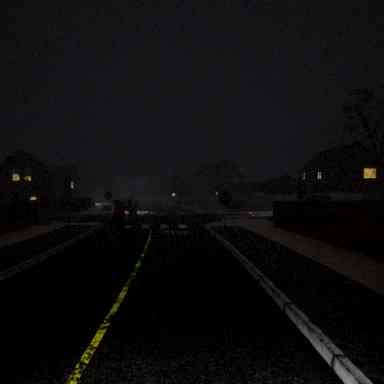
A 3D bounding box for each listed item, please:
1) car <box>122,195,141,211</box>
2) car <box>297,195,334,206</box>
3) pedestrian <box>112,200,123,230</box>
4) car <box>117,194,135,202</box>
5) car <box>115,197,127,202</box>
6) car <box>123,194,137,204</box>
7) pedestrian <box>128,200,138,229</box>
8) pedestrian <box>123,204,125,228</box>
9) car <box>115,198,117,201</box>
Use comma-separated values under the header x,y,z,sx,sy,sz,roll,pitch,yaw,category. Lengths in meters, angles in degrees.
x,y,z,sx,sy,sz,roll,pitch,yaw,category
-7.820,1.582,43.419,1.882,1.535,5.008,0,0,-13,car
10.482,1.050,29.791,4.553,1.767,2.097,-1,1,1,car
-4.374,1.305,19.329,0.375,1.860,0.375,-1,1,-6,pedestrian
-10.663,1.536,54.705,2.097,1.767,4.553,0,0,-17,car
-17.564,1.844,82.351,1.994,1.385,4.181,0,0,-24,car
-13.574,1.530,72.646,2.150,2.045,5.566,0,0,-21,car
-3.564,1.304,20.011,0.375,1.860,0.375,-1,1,-6,pedestrian
-4.389,1.306,20.533,0.375,1.860,0.375,-1,1,-6,pedestrian
-14.691,1.830,67.767,2.033,1.411,5.357,0,0,-19,car
